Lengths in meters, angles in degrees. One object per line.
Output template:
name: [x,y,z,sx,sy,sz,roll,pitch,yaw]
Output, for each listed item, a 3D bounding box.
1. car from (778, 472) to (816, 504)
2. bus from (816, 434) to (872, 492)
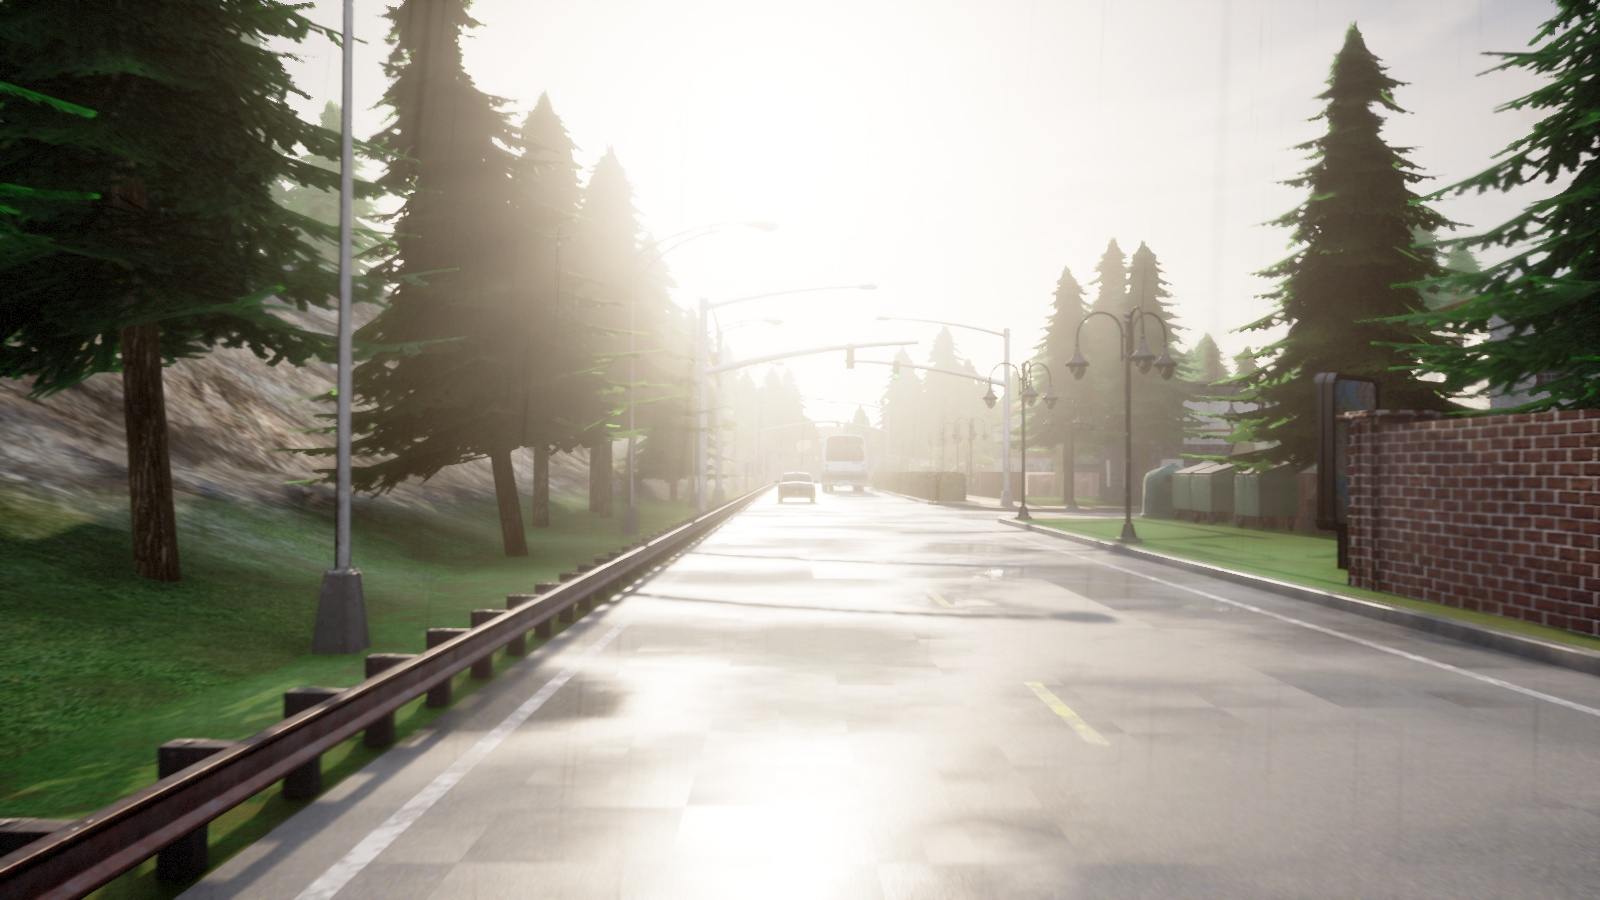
car: [-0.153,1.875,62.999,1.837,1.490,4.892,0,-1,0]
bus: [3.263,1.040,96.459,3.944,4.253,10.273,0,-1,0]
